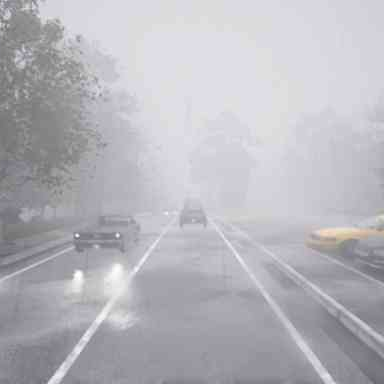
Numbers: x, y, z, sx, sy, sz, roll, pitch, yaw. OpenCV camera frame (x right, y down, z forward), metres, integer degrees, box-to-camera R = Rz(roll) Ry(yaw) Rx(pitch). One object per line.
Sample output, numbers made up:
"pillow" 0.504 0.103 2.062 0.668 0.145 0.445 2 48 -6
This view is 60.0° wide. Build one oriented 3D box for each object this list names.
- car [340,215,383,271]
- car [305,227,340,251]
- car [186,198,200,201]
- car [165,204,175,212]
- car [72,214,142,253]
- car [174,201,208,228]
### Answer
"car" 7.086 1.469 9.136 4.892 1.521 2.231 0 0 0
"car" 6.895 1.478 11.905 5.366 1.575 1.946 0 0 0
"car" 0.085 1.796 41.503 2.150 2.045 5.566 0 -2 0
"car" -3.335 2.606 54.634 1.895 1.301 4.718 0 -2 0
"car" -3.355 1.639 13.938 1.895 1.301 4.718 0 -1 0
"car" 0.090 1.652 23.710 2.128 1.511 4.902 0 -1 0
